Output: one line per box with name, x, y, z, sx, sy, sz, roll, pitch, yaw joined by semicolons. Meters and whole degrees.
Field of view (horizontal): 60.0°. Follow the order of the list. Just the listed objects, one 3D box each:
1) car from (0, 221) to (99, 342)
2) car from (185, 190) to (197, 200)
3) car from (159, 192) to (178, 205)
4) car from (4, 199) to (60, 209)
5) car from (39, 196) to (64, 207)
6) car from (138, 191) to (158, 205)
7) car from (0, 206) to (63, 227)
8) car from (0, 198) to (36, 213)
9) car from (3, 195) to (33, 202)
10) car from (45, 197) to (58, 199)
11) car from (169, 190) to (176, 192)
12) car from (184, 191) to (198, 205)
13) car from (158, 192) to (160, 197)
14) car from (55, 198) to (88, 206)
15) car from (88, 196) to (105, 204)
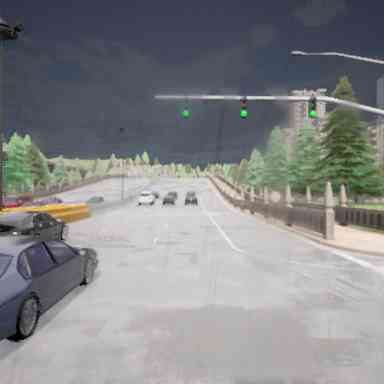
car;-3.401;1.575;6.465;2.033;1.411;5.357;0;0;0
car;-0.183;0.493;62.555;2.033;1.411;5.357;0;6;0
car;-3.623;1.241;52.230;1.837;1.490;4.892;0;3;0
car;-14.104;1.616;29.685;2.128;1.511;4.902;0;0;0
car;-21.111;1.401;50.207;1.994;1.385;4.181;0;3;0
car;-7.122;0.948;52.330;2.150;2.045;5.566;0;3;0
car;-6.904;1.564;14.192;1.837;1.490;4.892;0;0;0
car;-21.061;1.611;40.274;1.882;1.535;5.008;0;1;0
car;-17.595;1.358;32.766;2.150;2.045;5.566;0;0;0
car;-17.568;1.659;42.844;1.994;1.385;4.181;0;1;0
car;-3.682;0.438;62.530;2.128;1.511;4.902;0;6;0
car;-0.124;1.073;52.485;2.097;1.767;4.553;0;3;0
car;-7.185;0.503;62.965;1.895;1.301;4.718;0;6;0
car;-14.088;1.673;38.648;1.812;1.442;4.674;0;0;0
car;-14.109;1.413;48.693;1.837;1.490;4.892;0;3;0
